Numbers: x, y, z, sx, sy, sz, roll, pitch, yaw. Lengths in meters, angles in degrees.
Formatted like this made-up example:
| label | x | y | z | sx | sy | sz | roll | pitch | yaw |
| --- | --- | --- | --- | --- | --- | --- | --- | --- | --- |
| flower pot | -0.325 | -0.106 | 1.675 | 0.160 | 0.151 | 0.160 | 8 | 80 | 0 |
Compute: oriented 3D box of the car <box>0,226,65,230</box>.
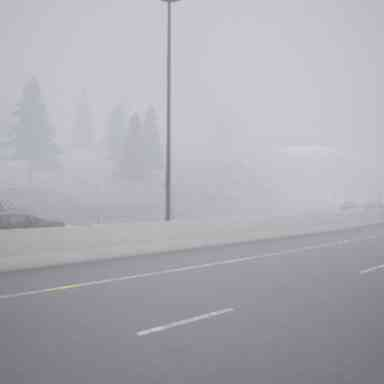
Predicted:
| label | x | y | z | sx | sy | sz | roll | pitch | yaw |
| --- | --- | --- | --- | --- | --- | --- | --- | --- | --- |
| car | -8.599 | 1.671 | 15.225 | 5.357 | 1.411 | 2.033 | 1 | -1 | -34 |
